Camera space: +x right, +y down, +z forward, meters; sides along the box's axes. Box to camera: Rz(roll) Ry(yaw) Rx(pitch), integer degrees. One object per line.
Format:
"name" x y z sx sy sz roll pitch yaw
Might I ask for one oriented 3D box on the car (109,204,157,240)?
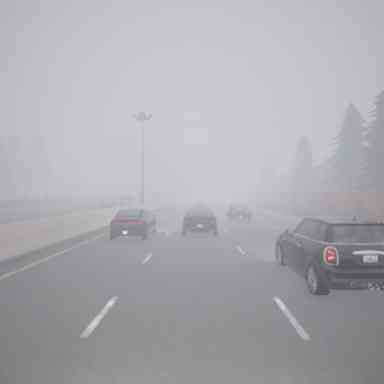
"car" -3.077 1.638 17.980 1.837 1.490 4.892 0 0 1

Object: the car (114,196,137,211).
"car" -9.515 1.574 48.108 2.150 2.045 5.566 0 -1 2

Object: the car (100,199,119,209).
"car" -12.895 1.909 52.401 1.812 1.442 4.674 0 -1 1

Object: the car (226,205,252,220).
"car" 4.208 1.836 30.519 1.895 1.301 4.718 0 0 1

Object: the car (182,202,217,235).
"car" 0.465 1.628 19.796 1.882 1.535 5.008 0 0 1

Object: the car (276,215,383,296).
"car" 3.739 1.425 9.008 2.097 1.767 4.553 0 -1 1
